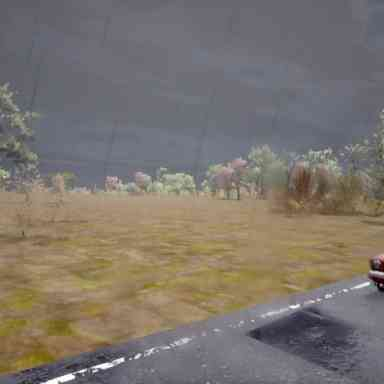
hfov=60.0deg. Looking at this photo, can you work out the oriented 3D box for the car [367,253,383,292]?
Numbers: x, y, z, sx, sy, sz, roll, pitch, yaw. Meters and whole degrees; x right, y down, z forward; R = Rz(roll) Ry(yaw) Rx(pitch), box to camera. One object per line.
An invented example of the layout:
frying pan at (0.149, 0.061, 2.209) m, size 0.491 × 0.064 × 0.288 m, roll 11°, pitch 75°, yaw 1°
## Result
car at (6.060, 1.601, 7.678) m, size 4.718 × 1.301 × 1.895 m, roll 0°, pitch 0°, yaw -35°
